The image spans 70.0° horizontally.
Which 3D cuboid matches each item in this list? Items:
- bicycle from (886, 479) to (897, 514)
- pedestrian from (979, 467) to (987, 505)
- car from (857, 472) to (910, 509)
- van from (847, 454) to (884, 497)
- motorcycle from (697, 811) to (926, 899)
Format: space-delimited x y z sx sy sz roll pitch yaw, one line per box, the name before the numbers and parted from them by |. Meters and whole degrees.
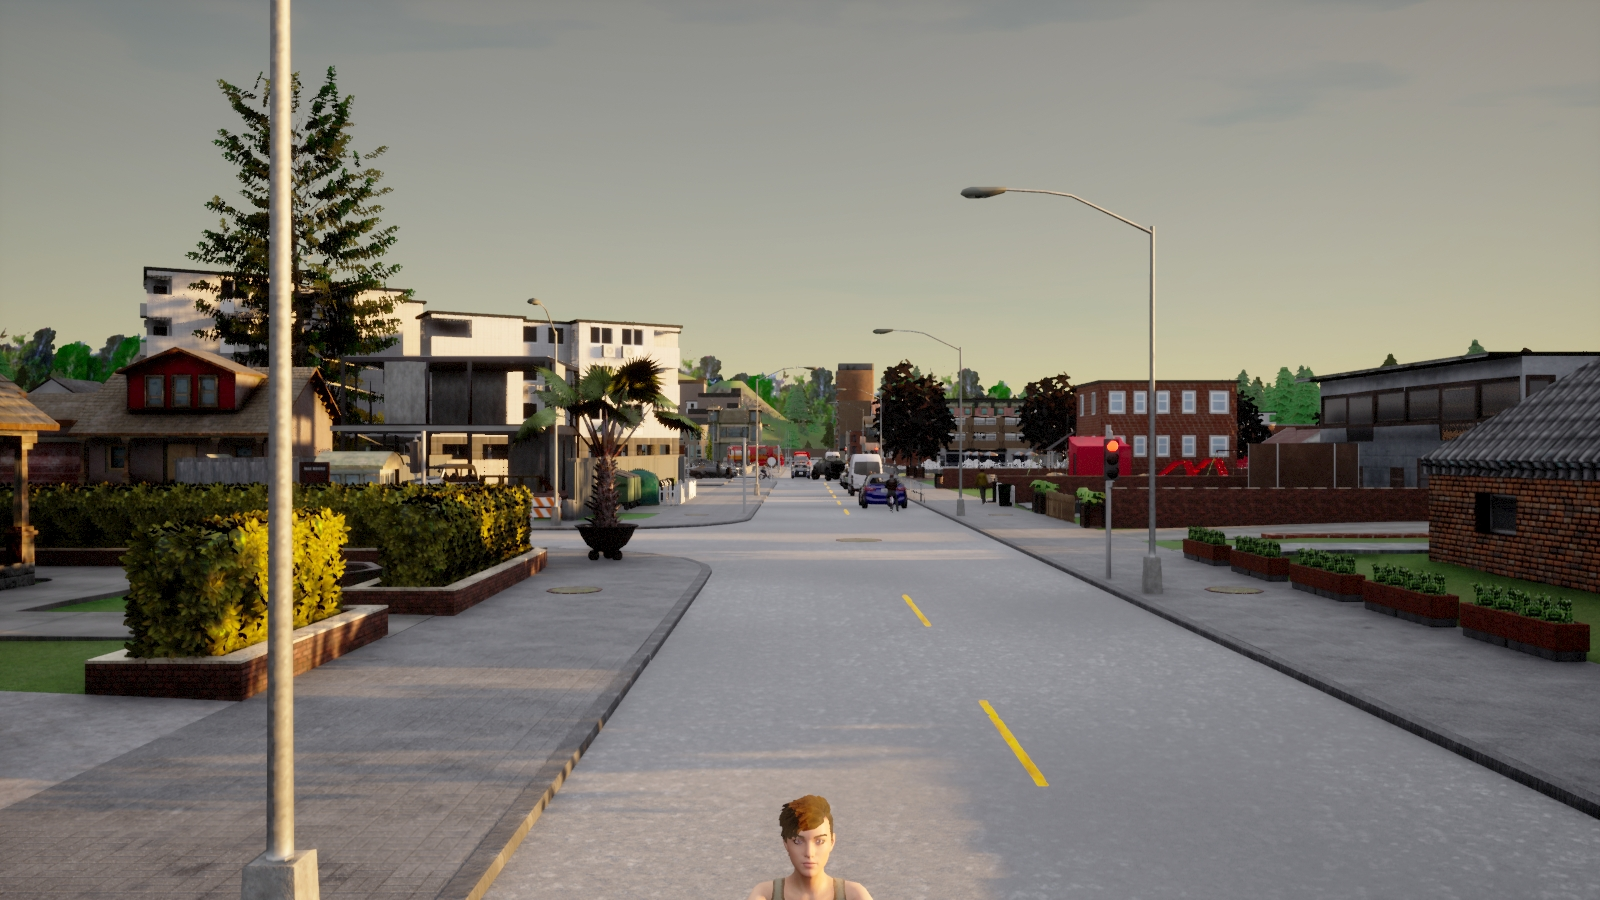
bicycle | 4.077 2.060 50.936 0.329 1.471 1.835 0 0 0
pedestrian | 8.968 1.744 56.049 0.375 1.860 0.375 0 0 11
car | 4.046 1.967 56.171 2.242 1.667 4.611 0 0 0
van | 4.045 1.534 71.355 1.988 2.561 5.915 0 0 0
motorcycle | 0.039 2.155 3.558 0.764 1.307 2.356 0 0 0
